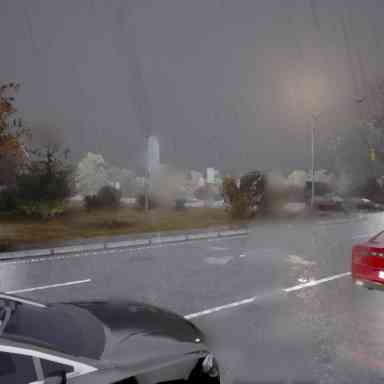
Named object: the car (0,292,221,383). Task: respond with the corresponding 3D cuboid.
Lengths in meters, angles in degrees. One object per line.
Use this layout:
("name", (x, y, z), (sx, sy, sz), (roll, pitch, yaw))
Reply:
("car", (-1.961, 1.492, 2.332), (4.902, 1.511, 2.128), (0, 0, -35))

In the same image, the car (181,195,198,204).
("car", (-0.986, 1.260, 57.847), (2.128, 1.511, 4.902), (-1, 0, -38))

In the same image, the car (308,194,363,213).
("car", (13.906, 1.139, 33.047), (2.097, 1.767, 4.553), (-1, 0, -33))

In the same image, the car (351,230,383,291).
("car", (5.757, 1.445, 7.845), (5.008, 1.535, 1.882), (0, 0, -35))

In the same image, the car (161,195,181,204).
("car", (-4.351, 1.323, 56.467), (1.812, 1.442, 4.674), (-1, 0, -38))

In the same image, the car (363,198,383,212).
("car", (17.508, 1.278, 34.723), (1.812, 1.442, 4.674), (-1, 0, -39))
